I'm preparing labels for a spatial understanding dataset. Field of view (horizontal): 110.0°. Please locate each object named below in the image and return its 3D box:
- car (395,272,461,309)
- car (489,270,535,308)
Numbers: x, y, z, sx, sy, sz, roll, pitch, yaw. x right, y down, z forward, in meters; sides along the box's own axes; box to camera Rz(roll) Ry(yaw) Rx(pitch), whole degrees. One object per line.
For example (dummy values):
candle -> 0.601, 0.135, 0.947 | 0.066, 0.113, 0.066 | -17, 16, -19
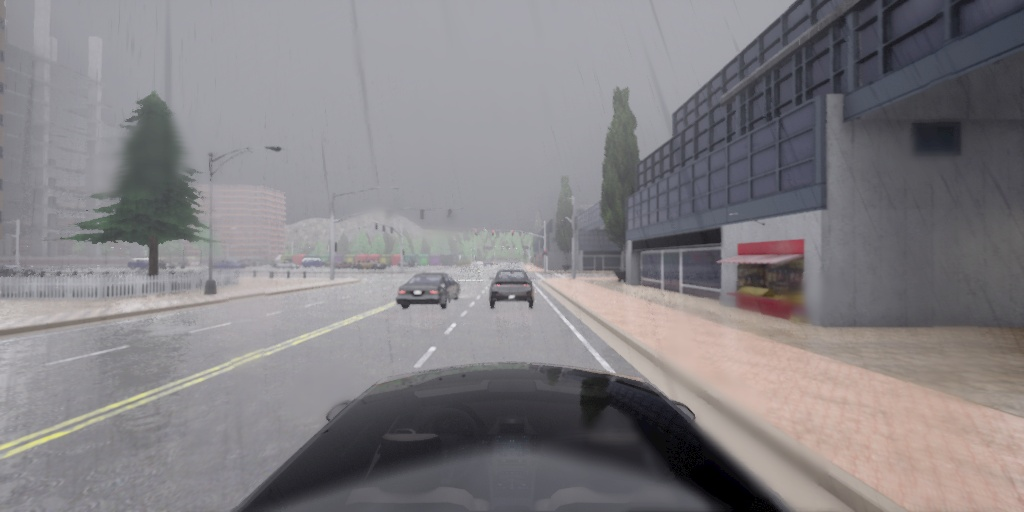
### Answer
car -> -3.511, 1.432, 15.845 | 2.033, 1.411, 5.357 | 0, -1, 0
car -> -0.010, 1.380, 16.146 | 2.128, 1.511, 4.902 | 0, 0, 0
